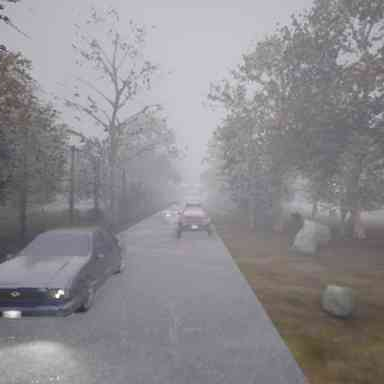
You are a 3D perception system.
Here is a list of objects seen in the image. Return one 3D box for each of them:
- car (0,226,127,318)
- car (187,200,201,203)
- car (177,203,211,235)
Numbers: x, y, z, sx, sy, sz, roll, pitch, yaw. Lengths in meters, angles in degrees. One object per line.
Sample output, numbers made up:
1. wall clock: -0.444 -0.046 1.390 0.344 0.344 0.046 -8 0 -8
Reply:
1. car: -2.843 1.565 7.929 2.033 1.411 5.357 0 0 0
2. car: 0.219 1.652 37.343 1.882 1.535 5.008 0 0 0
3. car: 0.133 1.601 19.192 1.812 1.442 4.674 0 0 0
